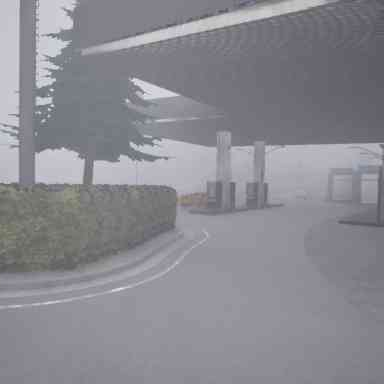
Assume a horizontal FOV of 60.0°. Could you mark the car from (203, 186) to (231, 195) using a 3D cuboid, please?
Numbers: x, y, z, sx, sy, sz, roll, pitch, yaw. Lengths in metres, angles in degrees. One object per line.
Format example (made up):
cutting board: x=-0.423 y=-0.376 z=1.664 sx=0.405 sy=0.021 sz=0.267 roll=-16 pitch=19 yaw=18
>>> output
car: x=4.977 y=-0.343 z=65.563 sx=5.027 sy=1.636 sz=2.152 roll=2 pitch=2 yaw=35

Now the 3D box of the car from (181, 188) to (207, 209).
car: x=0.951 y=0.712 z=31.543 sx=1.882 sy=1.535 sz=5.008 roll=2 pitch=2 yaw=36

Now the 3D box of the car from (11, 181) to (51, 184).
car: x=-17.164 y=-0.169 z=35.189 sx=3.866 sy=1.878 sz=1.905 roll=2 pitch=2 yaw=35

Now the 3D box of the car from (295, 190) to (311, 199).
car: x=18.916 y=0.399 z=56.681 sx=1.812 sy=1.442 sz=4.674 roll=2 pitch=2 yaw=35

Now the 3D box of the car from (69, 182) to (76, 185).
car: x=-25.348 y=-1.274 z=68.052 sx=4.605 sy=1.855 sz=1.932 roll=2 pitch=2 yaw=35

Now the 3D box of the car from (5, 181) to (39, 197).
car: x=-21.691 y=-0.452 z=42.409 sx=4.605 sy=1.855 sz=1.932 roll=2 pitch=2 yaw=35

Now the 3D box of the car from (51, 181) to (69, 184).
car: x=-26.687 y=-1.246 z=65.441 sx=3.866 sy=1.878 sz=1.905 roll=2 pitch=2 yaw=35
